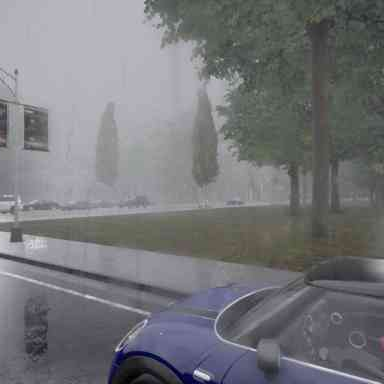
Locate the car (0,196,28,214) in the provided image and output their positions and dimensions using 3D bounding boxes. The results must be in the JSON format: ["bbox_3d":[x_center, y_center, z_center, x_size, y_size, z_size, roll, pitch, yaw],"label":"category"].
[{"bbox_3d":[-21.065,1.399,35.546,2.150,2.045,5.566,0,0,34],"label":"car"}]

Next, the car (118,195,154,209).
[{"bbox_3d":[-9.113,1.514,52.615,2.150,2.045,5.566,0,0,36],"label":"car"}]

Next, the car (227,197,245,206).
[{"bbox_3d":[8.809,1.817,66.574,2.097,1.767,4.553,0,-1,35],"label":"car"}]

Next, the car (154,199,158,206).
[{"bbox_3d":[-8.131,1.835,59.636,2.128,1.511,4.902,0,0,36],"label":"car"}]

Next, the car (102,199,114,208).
[{"bbox_3d":[-14.077,1.836,51.192,1.994,1.385,4.181,0,0,35],"label":"car"}]

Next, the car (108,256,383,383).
[{"bbox_3d":[1.416,1.352,2.679,4.553,1.767,2.097,0,0,36],"label":"car"}]

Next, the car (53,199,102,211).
[{"bbox_3d":[-15.102,1.778,44.062,2.033,1.411,5.357,0,0,35],"label":"car"}]

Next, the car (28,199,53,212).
[{"bbox_3d":[-19.759,1.695,43.073,1.882,1.535,5.008,0,0,35],"label":"car"}]
